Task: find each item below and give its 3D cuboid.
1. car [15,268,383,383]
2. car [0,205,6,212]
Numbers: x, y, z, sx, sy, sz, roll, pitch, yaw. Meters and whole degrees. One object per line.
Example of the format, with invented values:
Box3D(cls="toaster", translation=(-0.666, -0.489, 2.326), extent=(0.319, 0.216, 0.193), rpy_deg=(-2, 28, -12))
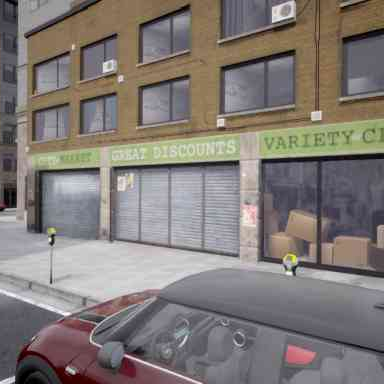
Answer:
Box3D(cls="car", translation=(0.224, 1.440, 2.905), extent=(4.097, 1.590, 1.967), rpy_deg=(0, 1, 35))
Box3D(cls="car", translation=(-19.460, 1.457, 29.773), extent=(1.895, 1.301, 4.718), rpy_deg=(1, 1, 34))
